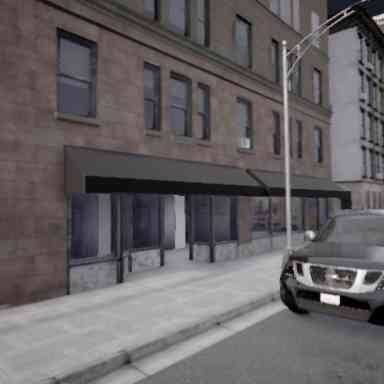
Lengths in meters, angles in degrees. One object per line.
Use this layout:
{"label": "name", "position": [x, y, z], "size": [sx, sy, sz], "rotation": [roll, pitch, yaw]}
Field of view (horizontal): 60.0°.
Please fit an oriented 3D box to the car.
{"label": "car", "position": [4.079, 1.430, 7.484], "size": [2.150, 2.045, 5.566], "rotation": [-3, -3, 42]}
